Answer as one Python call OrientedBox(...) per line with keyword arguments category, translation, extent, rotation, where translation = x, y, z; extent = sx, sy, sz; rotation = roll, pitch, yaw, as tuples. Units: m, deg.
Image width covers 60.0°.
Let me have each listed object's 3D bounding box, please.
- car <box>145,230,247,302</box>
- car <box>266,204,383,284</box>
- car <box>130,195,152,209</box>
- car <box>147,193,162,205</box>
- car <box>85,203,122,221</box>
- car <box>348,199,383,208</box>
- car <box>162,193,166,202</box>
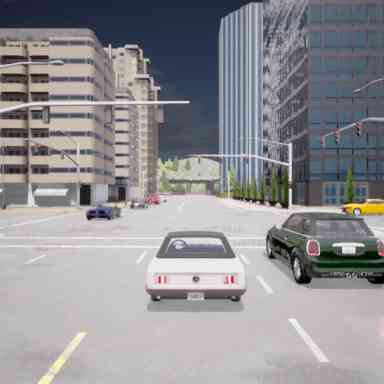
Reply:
OrientedBox(category="car", translation=(0.089, 1.601, 8.243), extent=(1.895, 1.301, 4.718), rotation=(0, 0, 0))
OrientedBox(category="car", translation=(3.598, 1.352, 9.731), extent=(2.097, 1.767, 4.553), rotation=(0, 0, 0))
OrientedBox(category="car", translation=(-7.023, 1.490, 44.682), extent=(2.128, 1.511, 4.902), rotation=(0, 0, 0))
OrientedBox(category="car", translation=(-6.980, 1.211, 58.336), extent=(2.150, 2.045, 5.566), rotation=(0, 1, 0))
OrientedBox(category="car", translation=(-7.059, 1.573, 26.943), extent=(1.895, 1.301, 4.718), rotation=(0, 0, 0))
OrientedBox(category="car", translation=(16.870, 1.421, 31.605), extent=(5.008, 1.535, 1.882), rotation=(0, 0, 1))
OrientedBox(category="car", translation=(-6.876, 1.223, 73.311), extent=(2.150, 2.045, 5.566), rotation=(0, 0, 0))
